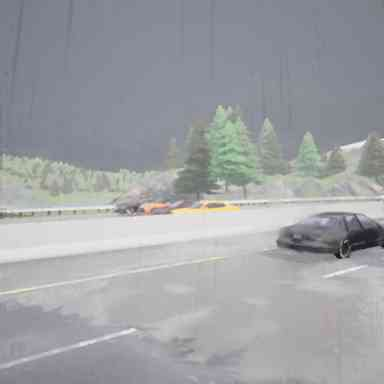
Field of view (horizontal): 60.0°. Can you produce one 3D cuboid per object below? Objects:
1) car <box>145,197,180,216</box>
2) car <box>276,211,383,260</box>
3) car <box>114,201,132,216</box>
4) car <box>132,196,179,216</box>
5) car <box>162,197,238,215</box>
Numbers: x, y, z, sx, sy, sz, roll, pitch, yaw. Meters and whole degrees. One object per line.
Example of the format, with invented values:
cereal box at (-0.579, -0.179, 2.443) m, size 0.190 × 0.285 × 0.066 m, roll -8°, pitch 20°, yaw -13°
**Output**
car at (-0.806, 1.354, 24.929) m, size 4.674 × 1.442 × 1.812 m, roll -1°, pitch 1°, yaw -36°
car at (5.338, 1.409, 11.866) m, size 5.357 × 1.411 × 2.033 m, roll -1°, pitch 1°, yaw -36°
car at (-4.749, 1.318, 30.715) m, size 4.902 × 1.511 × 2.128 m, roll -1°, pitch 1°, yaw -36°
car at (-2.293, 1.172, 28.166) m, size 4.553 × 1.767 × 2.097 m, roll -1°, pitch 1°, yaw -36°
car at (0.861, 1.312, 21.818) m, size 5.008 × 1.535 × 1.882 m, roll -1°, pitch 0°, yaw -36°
